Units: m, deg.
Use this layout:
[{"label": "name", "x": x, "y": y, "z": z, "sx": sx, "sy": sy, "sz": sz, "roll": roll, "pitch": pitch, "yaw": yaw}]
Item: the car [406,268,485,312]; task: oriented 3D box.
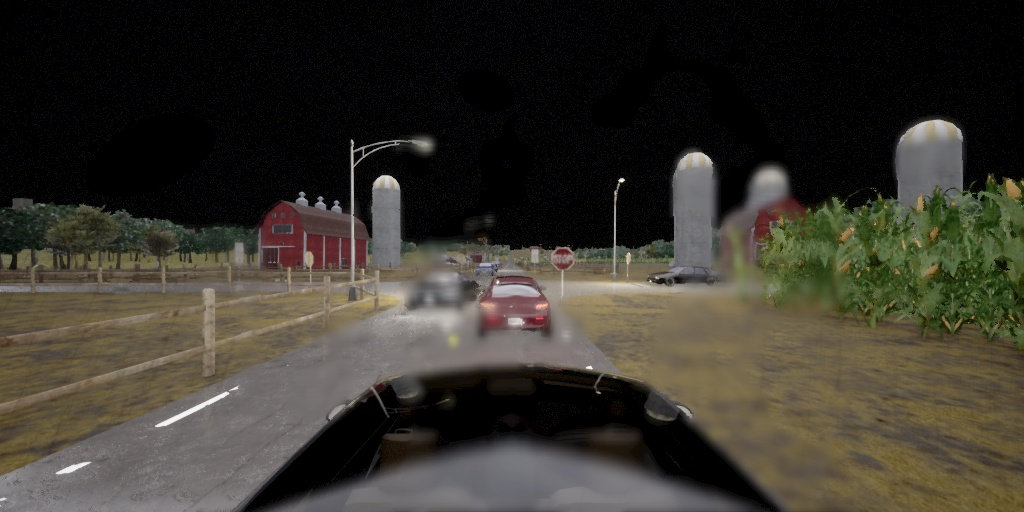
[{"label": "car", "x": -2.569, "y": 1.330, "z": 14.130, "sx": 1.994, "sy": 1.385, "sz": 4.181, "roll": 0, "pitch": 0, "yaw": 7}]

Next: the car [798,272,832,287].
[{"label": "car", "x": 22.581, "y": 1.530, "z": 25.640, "sx": 4.181, "sy": 1.385, "sz": 1.994, "roll": 1, "pitch": 1, "yaw": 0}]

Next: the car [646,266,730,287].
[{"label": "car", "x": 12.532, "y": 1.420, "z": 25.618, "sx": 5.357, "sy": 1.411, "sz": 2.033, "roll": 0, "pitch": 1, "yaw": -2}]

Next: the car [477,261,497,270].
[{"label": "car", "x": -2.920, "y": 1.434, "z": 39.903, "sx": 1.812, "sy": 1.442, "sz": 4.674, "roll": 0, "pitch": 0, "yaw": 0}]

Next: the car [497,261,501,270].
[{"label": "car", "x": -2.933, "y": 1.532, "z": 48.929, "sx": 1.994, "sy": 1.385, "sz": 4.181, "roll": 0, "pitch": 0, "yaw": 0}]

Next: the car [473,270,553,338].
[{"label": "car", "x": 0.035, "y": 1.283, "z": 10.125, "sx": 1.812, "sy": 1.442, "sz": 4.674, "roll": 0, "pitch": 0, "yaw": -2}]
